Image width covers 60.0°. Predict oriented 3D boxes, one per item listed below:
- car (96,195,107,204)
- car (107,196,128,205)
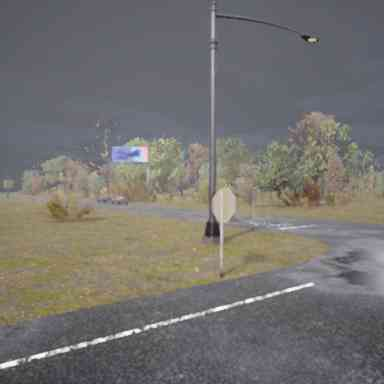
[{"bbox_3d":[-16.100,1.391,61.061,1.837,1.490,4.892,0,0,-34],"label":"car"},{"bbox_3d":[-12.041,1.425,55.059,1.812,1.442,4.674,0,0,-33],"label":"car"}]
